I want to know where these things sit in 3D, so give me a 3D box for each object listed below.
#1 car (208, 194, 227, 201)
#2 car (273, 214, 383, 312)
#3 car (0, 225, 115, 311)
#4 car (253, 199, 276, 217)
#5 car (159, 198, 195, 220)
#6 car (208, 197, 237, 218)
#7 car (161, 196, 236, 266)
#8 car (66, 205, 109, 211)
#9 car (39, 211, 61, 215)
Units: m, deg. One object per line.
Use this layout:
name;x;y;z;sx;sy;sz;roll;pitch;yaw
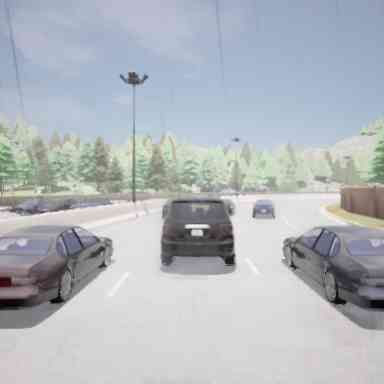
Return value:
car;5.317;1.118;68.775;1.994;1.385;4.181;0;0;35
car;3.634;1.498;7.874;2.033;1.411;5.357;0;0;1
car;-3.365;1.499;7.959;2.033;1.411;5.357;0;0;1
car;6.230;1.350;28.663;1.812;1.442;4.674;0;0;13
car;-1.136;1.336;27.782;1.837;1.490;4.892;0;0;11
car;2.776;1.300;29.198;1.882;1.535;5.008;0;0;13
car;0.262;1.151;11.497;2.150;2.045;5.566;0;0;3
car;-8.428;1.184;27.974;2.097;1.767;4.553;0;0;12
car;-11.676;1.330;29.625;1.837;1.490;4.892;0;0;12
